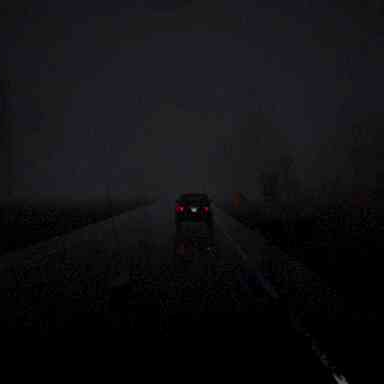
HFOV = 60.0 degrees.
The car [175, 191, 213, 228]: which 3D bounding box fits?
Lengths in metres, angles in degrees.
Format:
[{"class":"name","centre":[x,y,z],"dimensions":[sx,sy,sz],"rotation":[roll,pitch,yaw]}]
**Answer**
[{"class":"car","centre":[0.119,1.077,21.048],"dimensions":[2.150,2.045,5.566],"rotation":[-1,0,0]}]

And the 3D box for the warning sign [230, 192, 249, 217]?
[{"class":"warning sign","centre":[3.585,0.904,25.296],"dimensions":[1.300,1.860,1.060],"rotation":[0,1,0]}]

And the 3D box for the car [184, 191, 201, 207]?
[{"class":"car","centre":[0.062,0.897,45.720],"dimensions":[2.150,2.045,5.566],"rotation":[-1,1,0]}]
